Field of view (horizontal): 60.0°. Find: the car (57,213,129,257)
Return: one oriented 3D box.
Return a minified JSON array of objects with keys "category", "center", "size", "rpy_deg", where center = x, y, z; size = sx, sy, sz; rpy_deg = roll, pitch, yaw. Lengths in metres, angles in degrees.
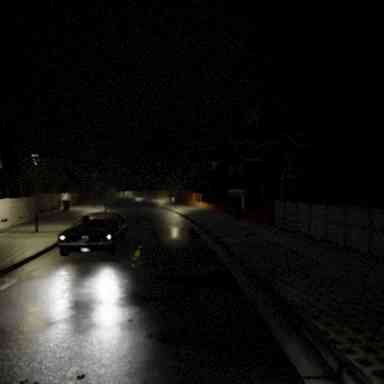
[{"category":"car","center":[-3.543,1.495,12.664],"size":[1.895,1.301,4.718],"rpy_deg":[0,0,-5]}]
